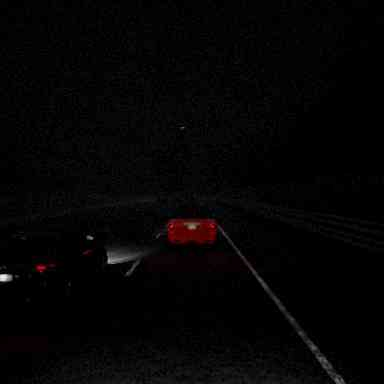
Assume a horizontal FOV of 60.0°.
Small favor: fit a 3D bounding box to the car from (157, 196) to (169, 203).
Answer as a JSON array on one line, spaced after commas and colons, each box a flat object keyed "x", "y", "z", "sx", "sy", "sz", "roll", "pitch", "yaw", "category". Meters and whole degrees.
[{"x": -6.986, "y": 1.647, "z": 77.263, "sx": 2.097, "sy": 1.767, "sz": 4.553, "roll": 0, "pitch": -1, "yaw": 0, "category": "car"}]

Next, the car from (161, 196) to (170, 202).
[{"x": -6.983, "y": 1.850, "z": 87.361, "sx": 1.994, "sy": 1.385, "sz": 4.181, "roll": 0, "pitch": -1, "yaw": 0, "category": "car"}]

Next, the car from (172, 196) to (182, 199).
[{"x": -3.486, "y": 1.791, "z": 76.940, "sx": 1.837, "sy": 1.490, "sz": 4.892, "roll": 0, "pitch": -1, "yaw": 0, "category": "car"}]

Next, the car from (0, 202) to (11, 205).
[{"x": -17.502, "y": 1.604, "z": 29.782, "sx": 1.895, "sy": 1.301, "sz": 4.718, "roll": 0, "pitch": 0, "yaw": 0, "category": "car"}]

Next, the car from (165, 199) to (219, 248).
[{"x": 0.003, "y": 1.360, "z": 14.902, "sx": 2.097, "sy": 1.767, "sz": 4.553, "roll": 0, "pitch": 0, "yaw": 0, "category": "car"}]

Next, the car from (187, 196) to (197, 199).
[{"x": 0.014, "y": 1.797, "z": 77.323, "sx": 1.837, "sy": 1.490, "sz": 4.892, "roll": 0, "pitch": -1, "yaw": 0, "category": "car"}]

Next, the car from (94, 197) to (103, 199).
[{"x": -17.493, "y": 1.618, "z": 62.453, "sx": 1.812, "sy": 1.442, "sz": 4.674, "roll": 0, "pitch": 0, "yaw": 0, "category": "car"}]

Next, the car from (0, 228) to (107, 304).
[{"x": -3.500, "y": 1.568, "z": 8.195, "sx": 1.994, "sy": 1.385, "sz": 4.181, "roll": 0, "pitch": 0, "yaw": 0, "category": "car"}]

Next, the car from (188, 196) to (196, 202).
[{"x": 0.017, "y": 1.854, "z": 87.360, "sx": 1.994, "sy": 1.385, "sz": 4.181, "roll": 0, "pitch": -1, "yaw": 0, "category": "car"}]

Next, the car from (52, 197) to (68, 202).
[{"x": -24.489, "y": 1.605, "z": 62.324, "sx": 1.812, "sy": 1.442, "sz": 4.674, "roll": 0, "pitch": 0, "yaw": 0, "category": "car"}]

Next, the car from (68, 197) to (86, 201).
[{"x": -20.991, "y": 1.611, "z": 62.390, "sx": 1.812, "sy": 1.442, "sz": 4.674, "roll": 0, "pitch": 0, "yaw": 0, "category": "car"}]

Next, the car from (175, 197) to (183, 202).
[{"x": -3.483, "y": 1.895, "z": 87.390, "sx": 1.895, "sy": 1.301, "sz": 4.718, "roll": 0, "pitch": -1, "yaw": 0, "category": "car"}]
